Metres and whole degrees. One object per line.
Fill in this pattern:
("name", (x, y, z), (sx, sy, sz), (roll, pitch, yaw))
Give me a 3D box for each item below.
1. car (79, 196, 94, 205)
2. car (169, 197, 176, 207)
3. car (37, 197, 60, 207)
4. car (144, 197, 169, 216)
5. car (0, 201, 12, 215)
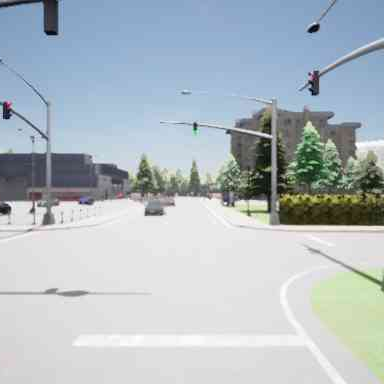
("car", (-17.514, 1.420, 55.180), (1.845, 1.501, 3.633), (0, 0, 0))
("car", (-3.603, 1.568, 52.809), (1.812, 1.442, 4.674), (0, 0, 1))
("car", (-20.559, 1.425, 47.786), (1.970, 1.475, 3.806), (0, 0, 0))
("car", (-3.628, 1.526, 33.039), (1.837, 1.490, 4.892), (0, 2, 0))
("car", (-17.733, 1.366, 29.147), (2.007, 1.523, 4.514), (0, 0, 0))
